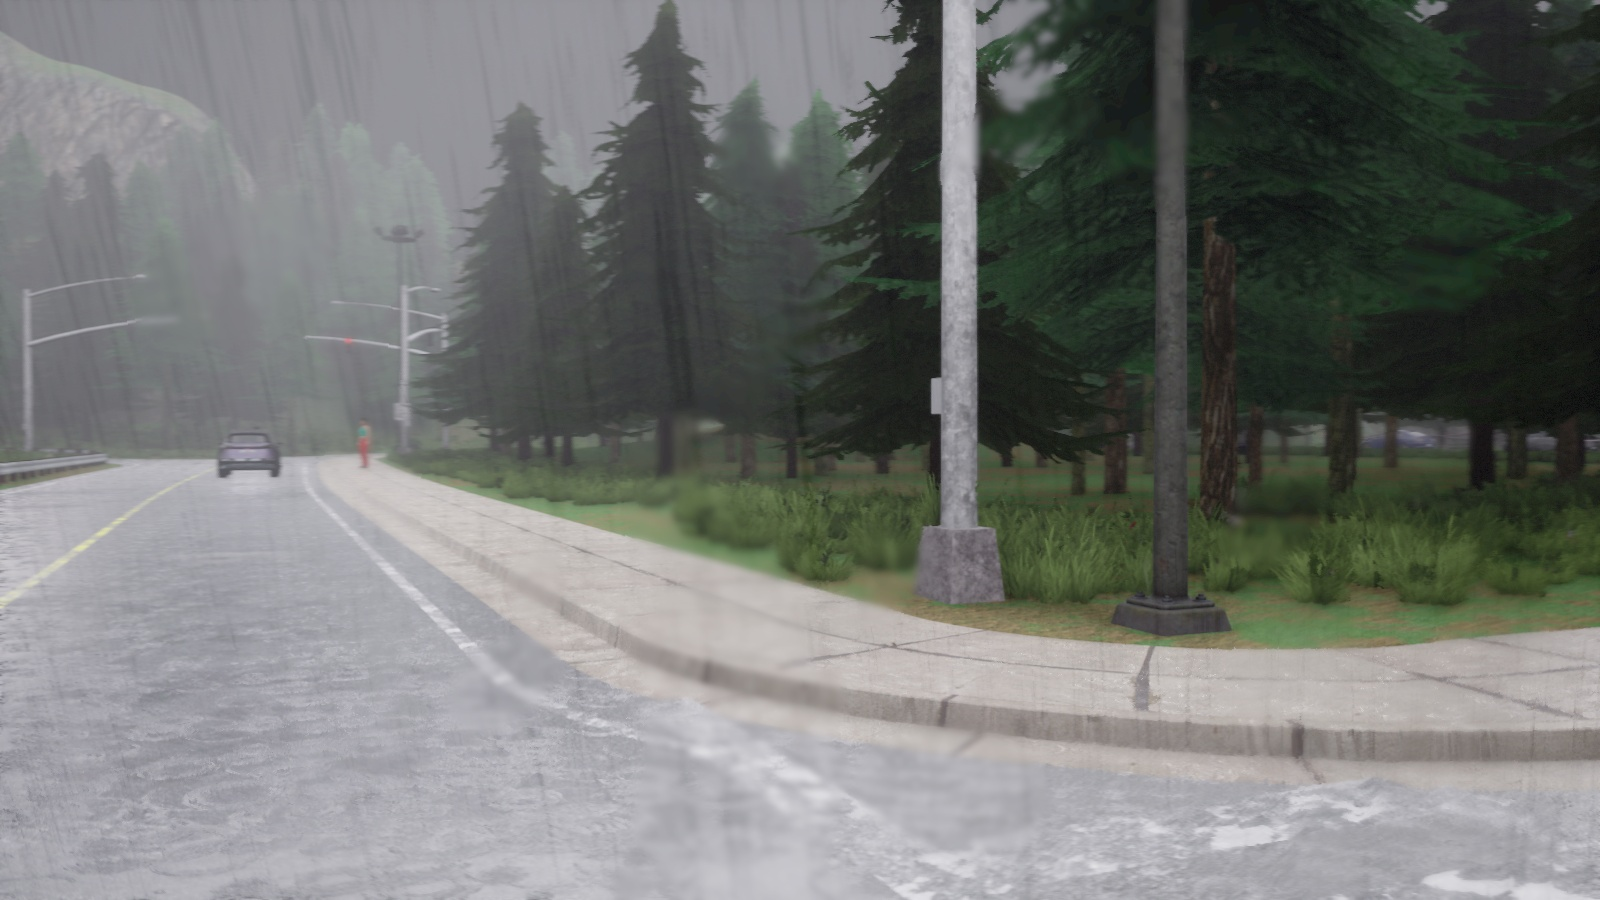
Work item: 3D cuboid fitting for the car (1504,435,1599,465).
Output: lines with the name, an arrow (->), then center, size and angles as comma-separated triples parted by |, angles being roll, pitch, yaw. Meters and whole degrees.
car -> 40.564, -0.049, 67.072 | 2.128, 1.511, 4.902 | 0, 1, -21

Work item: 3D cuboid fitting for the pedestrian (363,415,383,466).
pedestrian -> -15.507, -0.338, 45.609 | 0.345, 1.836, 0.594 | 1, 1, 41

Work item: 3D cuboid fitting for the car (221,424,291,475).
car -> -18.730, -0.054, 43.383 | 2.033, 1.649, 4.856 | 0, 1, -21

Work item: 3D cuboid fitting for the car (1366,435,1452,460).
car -> 36.950, -0.147, 76.350 | 1.812, 1.442, 4.674 | 0, 1, -22
